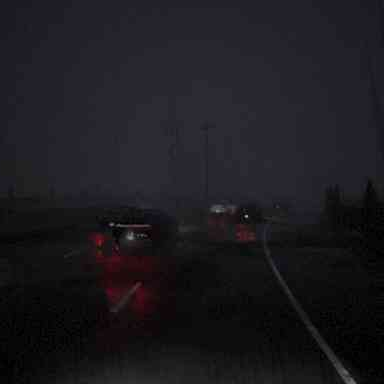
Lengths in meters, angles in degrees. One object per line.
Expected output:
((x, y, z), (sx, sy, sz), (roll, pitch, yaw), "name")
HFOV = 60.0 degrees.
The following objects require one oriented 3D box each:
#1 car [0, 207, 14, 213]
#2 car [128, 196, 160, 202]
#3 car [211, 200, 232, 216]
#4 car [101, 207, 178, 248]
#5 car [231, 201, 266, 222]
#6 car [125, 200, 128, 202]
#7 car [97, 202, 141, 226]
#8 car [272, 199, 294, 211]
((-11.899, 1.556, 19.320), (1.895, 1.301, 4.718), (0, 0, 12), "car")
((-6.114, 1.512, 46.288), (2.033, 1.411, 5.357), (0, 0, 27), "car")
((3.197, 1.525, 32.450), (1.812, 1.442, 4.674), (0, 0, 22), "car")
((-1.880, 1.481, 14.756), (2.128, 1.511, 4.902), (0, 0, 10), "car")
((4.690, 1.510, 26.379), (1.837, 1.490, 4.892), (0, 0, 18), "car")
((-8.094, 1.434, 49.987), (1.882, 1.535, 5.008), (0, 0, 28), "car")
((-4.103, 1.581, 21.249), (1.895, 1.301, 4.718), (0, 0, 14), "car")
((11.188, 1.547, 41.076), (1.812, 1.442, 4.674), (0, 0, 28), "car")
